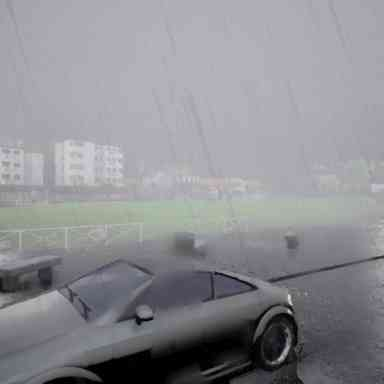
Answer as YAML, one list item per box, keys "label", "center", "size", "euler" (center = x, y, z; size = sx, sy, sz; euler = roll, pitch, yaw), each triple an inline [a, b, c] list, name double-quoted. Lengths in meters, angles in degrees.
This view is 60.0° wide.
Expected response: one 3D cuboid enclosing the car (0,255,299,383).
- label: "car"
  center: [-0.612, 1.564, 4.167]
  size: [4.181, 1.385, 1.994]
  euler: [0, 0, -34]
